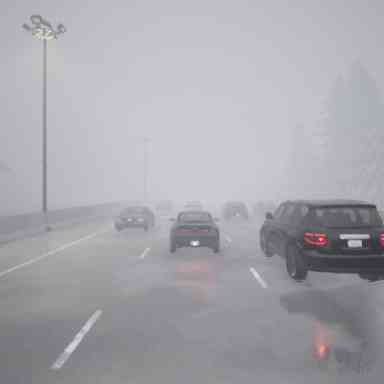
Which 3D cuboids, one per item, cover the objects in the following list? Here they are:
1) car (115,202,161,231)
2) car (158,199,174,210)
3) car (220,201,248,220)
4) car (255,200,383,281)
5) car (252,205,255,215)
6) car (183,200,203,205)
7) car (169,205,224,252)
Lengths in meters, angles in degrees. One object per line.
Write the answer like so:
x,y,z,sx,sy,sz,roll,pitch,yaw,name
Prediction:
-3.395,1.574,20.616,2.033,1.411,5.357,0,0,0,car
-3.390,1.617,41.717,1.994,1.385,4.181,0,0,0,car
3.607,1.541,28.591,1.837,1.490,4.892,0,0,0,car
3.603,1.234,10.029,2.150,2.045,5.566,0,0,0,car
7.107,1.588,31.851,2.033,1.411,5.357,0,0,0,car
0.107,1.519,32.449,1.882,1.535,5.008,0,0,0,car
0.103,1.523,13.932,1.837,1.490,4.892,0,0,0,car
